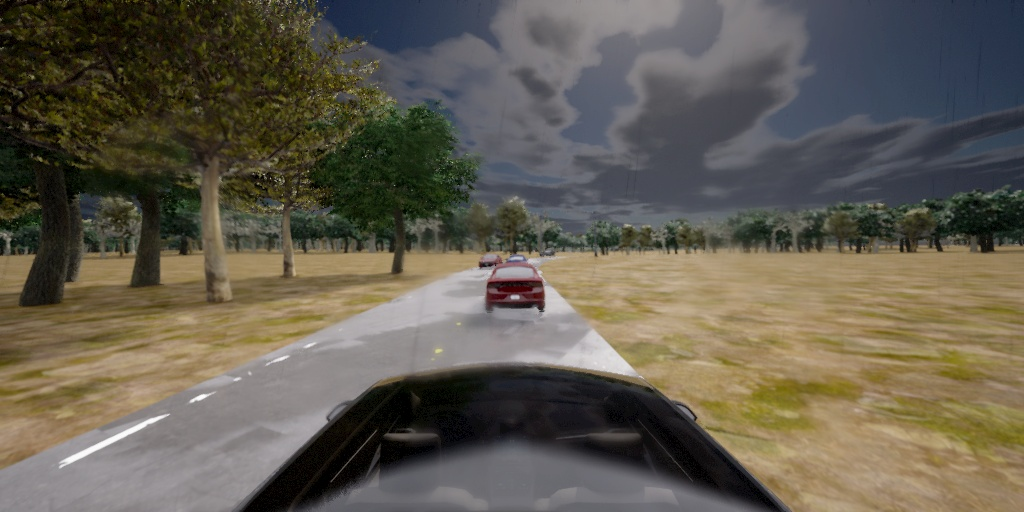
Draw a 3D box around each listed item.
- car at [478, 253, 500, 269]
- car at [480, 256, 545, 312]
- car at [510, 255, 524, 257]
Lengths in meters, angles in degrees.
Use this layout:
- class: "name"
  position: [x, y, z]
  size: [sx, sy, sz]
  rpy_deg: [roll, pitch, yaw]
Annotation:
- class: "car"
  position: [-2.206, 0.497, 36.987]
  size: [1.882, 1.535, 5.008]
  rpy_deg: [-1, 1, 6]
- class: "car"
  position: [0.106, 0.987, 12.970]
  size: [1.882, 1.535, 5.008]
  rpy_deg: [-1, 2, 0]
- class: "car"
  position: [0.461, 0.620, 30.567]
  size: [1.812, 1.442, 4.674]
  rpy_deg: [-1, 1, 3]
